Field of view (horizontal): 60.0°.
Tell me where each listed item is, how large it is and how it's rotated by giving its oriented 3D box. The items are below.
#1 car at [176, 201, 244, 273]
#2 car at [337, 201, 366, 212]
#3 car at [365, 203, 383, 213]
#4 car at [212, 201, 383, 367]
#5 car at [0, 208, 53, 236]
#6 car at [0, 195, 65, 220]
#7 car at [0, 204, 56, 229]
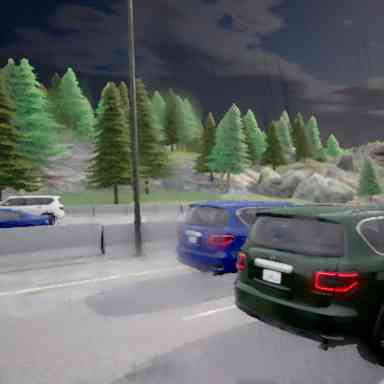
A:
[{"bbox_3d":[2.192,1.274,9.611,5.566,2.045,2.150,1,0,-36],"label":"car"},{"bbox_3d":[24.864,2.226,51.744,5.008,1.535,1.882,2,-1,-35],"label":"car"},{"bbox_3d":[28.392,2.332,49.939,5.357,1.411,2.033,1,-1,-35],"label":"car"},{"bbox_3d":[3.265,1.264,6.077,5.566,2.045,2.150,1,0,-36],"label":"car"},{"bbox_3d":[-10.296,1.613,18.143,4.718,1.301,1.895,0,0,-36],"label":"car"},{"bbox_3d":[-11.273,1.243,21.746,5.566,2.045,2.150,1,0,-36],"label":"car"},{"bbox_3d":[-9.015,1.484,14.757,5.008,1.535,1.882,0,0,-36],"label":"car"}]
